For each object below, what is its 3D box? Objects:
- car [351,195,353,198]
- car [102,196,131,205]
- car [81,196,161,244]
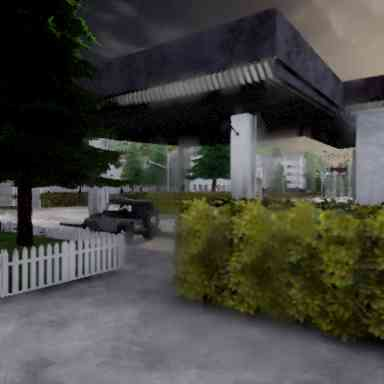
[{"bbox_3d":[30.646,1.254,61.947,2.007,1.523,4.514,0,0,35],"label":"car"},{"bbox_3d":[-12.403,1.354,54.357,4.892,1.490,1.837,0,0,35],"label":"car"},{"bbox_3d":[-3.278,1.270,15.454,3.866,1.878,1.905,0,0,35],"label":"car"}]
